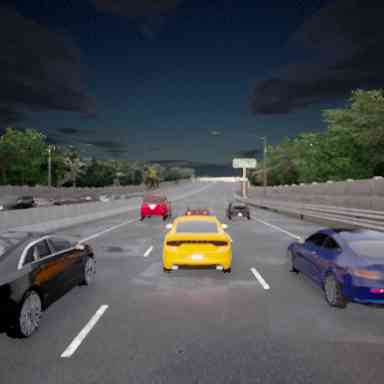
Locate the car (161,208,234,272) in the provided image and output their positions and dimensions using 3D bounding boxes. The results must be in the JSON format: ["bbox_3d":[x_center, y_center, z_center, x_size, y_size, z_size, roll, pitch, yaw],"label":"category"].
[{"bbox_3d":[0.160,1.515,10.932,1.882,1.535,5.008,0,0,1],"label":"car"}]

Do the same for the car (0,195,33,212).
[{"bbox_3d":[-17.138,1.322,31.939,2.150,2.045,5.566,0,0,2],"label":"car"}]

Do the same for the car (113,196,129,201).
[{"bbox_3d":[-15.185,1.690,73.500,2.128,1.511,4.902,0,0,3],"label":"car"}]

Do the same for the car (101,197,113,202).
[{"bbox_3d":[-18.679,1.756,73.698,1.895,1.301,4.718,0,0,3],"label":"car"}]

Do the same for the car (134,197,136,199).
[{"bbox_3d":[-11.692,1.693,73.273,1.812,1.442,4.674,0,0,3],"label":"car"}]

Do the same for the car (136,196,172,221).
[{"bbox_3d":[-3.025,1.321,28.657,2.150,2.045,5.566,0,0,1],"label":"car"}]

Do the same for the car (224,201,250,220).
[{"bbox_3d":[4.005,1.613,29.682,1.837,1.490,4.892,0,0,2],"label":"car"}]

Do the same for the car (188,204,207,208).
[{"bbox_3d":[0.463,1.701,28.176,1.895,1.301,4.718,0,0,1],"label":"car"}]

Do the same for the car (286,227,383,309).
[{"bbox_3d":[3.631,1.553,7.794,1.812,1.442,4.674,0,0,1],"label":"car"}]

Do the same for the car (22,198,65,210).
[{"bbox_3d":[-13.644,1.607,31.544,1.837,1.490,4.892,0,0,2],"label":"car"}]

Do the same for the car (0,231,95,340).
[{"bbox_3d":[-3.380,1.514,6.560,2.128,1.511,4.902,0,0,0],"label":"car"}]
